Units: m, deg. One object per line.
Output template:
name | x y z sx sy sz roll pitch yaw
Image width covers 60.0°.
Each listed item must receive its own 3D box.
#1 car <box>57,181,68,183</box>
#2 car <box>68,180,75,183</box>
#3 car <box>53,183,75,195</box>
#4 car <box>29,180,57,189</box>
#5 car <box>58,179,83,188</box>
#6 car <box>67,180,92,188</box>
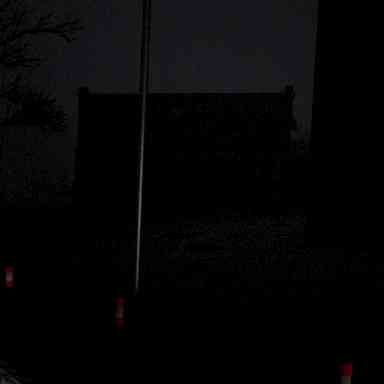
car | -27.695 -1.495 65.423 5.008 1.535 2.097 3 3 20
car | -26.738 -1.525 68.007 4.674 1.452 2.002 3 3 20
car | -17.297 -0.231 47.765 1.994 1.385 4.181 3 2 16
car | -28.608 -1.551 62.813 4.553 1.767 2.185 3 3 20
car | -25.753 -1.760 70.577 4.553 1.767 2.185 3 3 20
car | -24.840 -1.710 73.187 4.892 1.521 2.231 3 3 20
